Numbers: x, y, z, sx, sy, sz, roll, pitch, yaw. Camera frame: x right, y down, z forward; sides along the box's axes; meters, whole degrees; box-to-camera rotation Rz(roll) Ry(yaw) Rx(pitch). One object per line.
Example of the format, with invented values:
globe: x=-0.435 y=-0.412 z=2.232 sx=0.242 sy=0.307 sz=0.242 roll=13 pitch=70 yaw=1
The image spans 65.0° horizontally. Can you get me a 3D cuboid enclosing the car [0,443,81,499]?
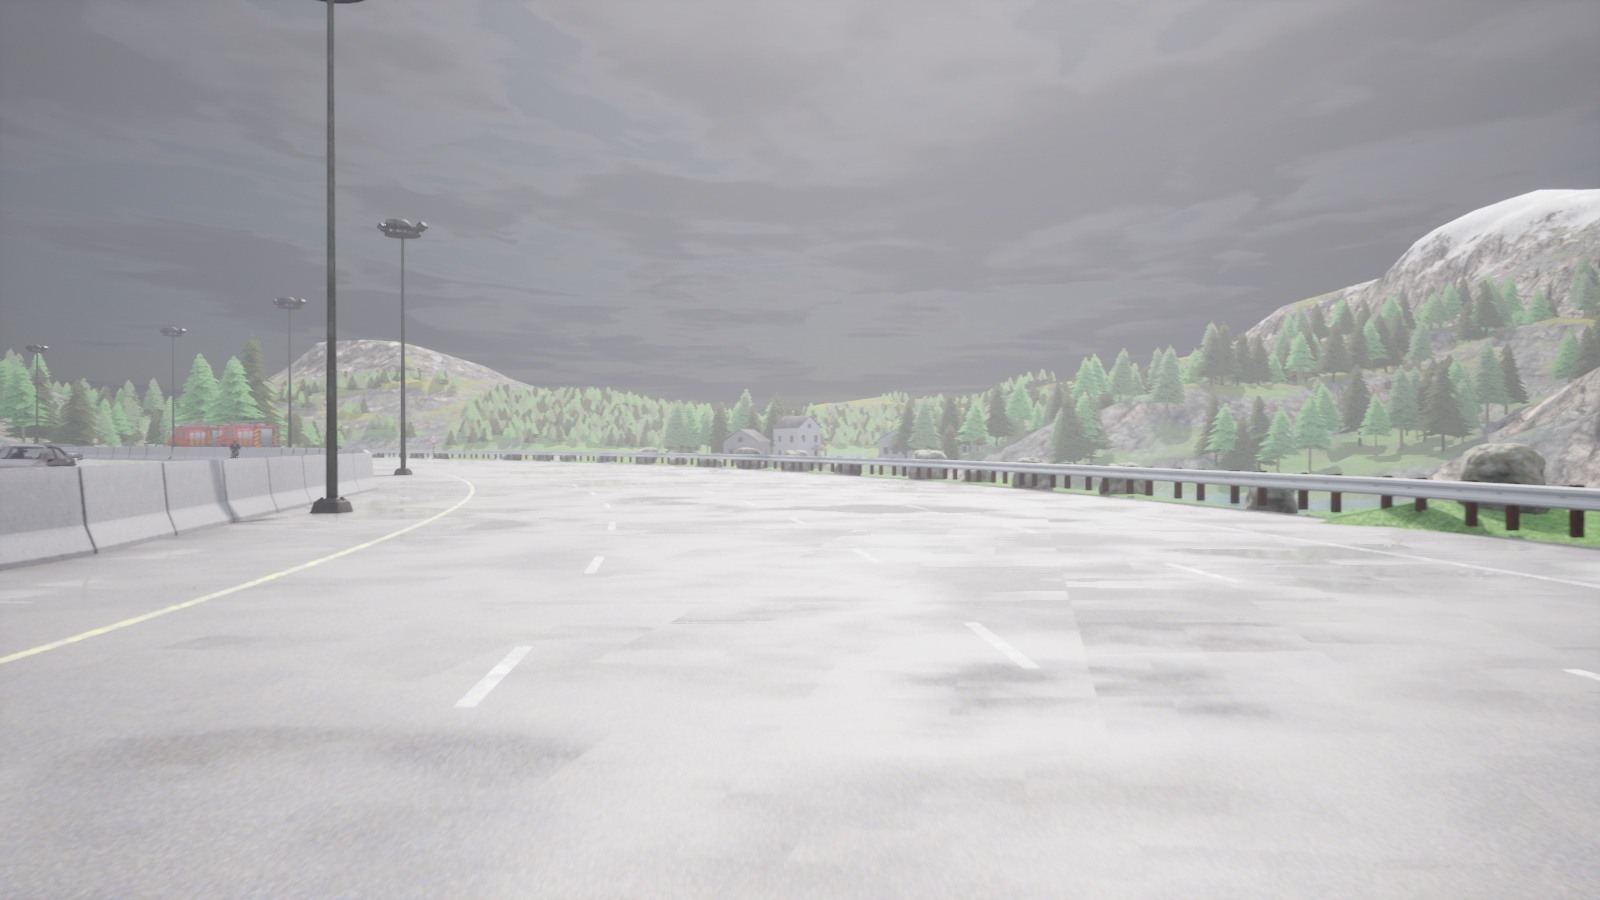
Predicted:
car: x=-21.884 y=0.550 z=35.304 sx=1.816 sy=1.474 sz=4.193 roll=0 pitch=0 yaw=-14
